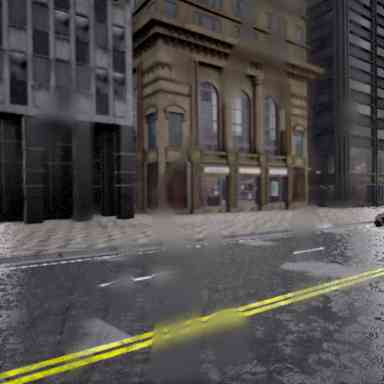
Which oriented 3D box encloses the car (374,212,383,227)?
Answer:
[{"bbox_3d":[13.489,1.576,21.291,4.181,1.385,1.994,0,0,-35],"label":"car"}]
